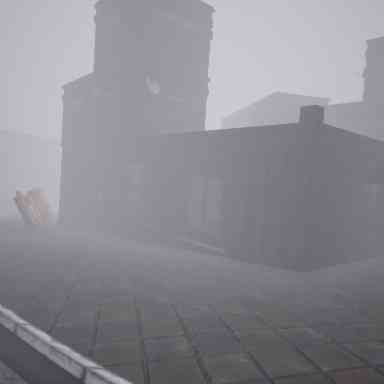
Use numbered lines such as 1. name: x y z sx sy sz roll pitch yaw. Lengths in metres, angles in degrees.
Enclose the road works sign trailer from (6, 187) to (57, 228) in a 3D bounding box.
1. road works sign trailer: -10.517 1.181 21.014 2.880 2.380 3.560 -26 7 -18
